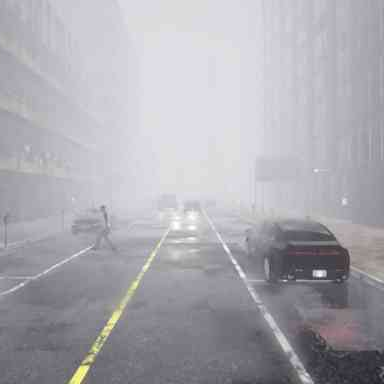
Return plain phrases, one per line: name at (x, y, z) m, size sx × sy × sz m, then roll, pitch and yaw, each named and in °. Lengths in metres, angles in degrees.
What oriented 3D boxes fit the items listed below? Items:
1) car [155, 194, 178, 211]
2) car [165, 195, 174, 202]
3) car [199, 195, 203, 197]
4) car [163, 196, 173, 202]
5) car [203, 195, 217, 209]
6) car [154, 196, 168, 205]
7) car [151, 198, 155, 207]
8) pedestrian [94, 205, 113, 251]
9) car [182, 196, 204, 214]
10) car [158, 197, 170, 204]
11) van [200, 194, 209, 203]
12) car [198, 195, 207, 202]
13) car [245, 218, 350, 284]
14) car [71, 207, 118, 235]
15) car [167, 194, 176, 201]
car at (-2.877, 1.233, 40.830) m, size 2.150 × 2.045 × 5.566 m, roll 0°, pitch 0°, yaw 0°
car at (-5.356, 1.552, 80.534) m, size 1.752 × 1.417 × 4.829 m, roll 1°, pitch 0°, yaw 0°
car at (0.007, 1.504, 45.322) m, size 2.128 × 1.511 × 4.902 m, roll 0°, pitch 0°, yaw 0°
car at (-5.353, 1.606, 75.058) m, size 1.802 × 1.307 × 4.206 m, roll 1°, pitch 0°, yaw 0°
car at (2.545, 1.564, 46.644) m, size 2.008 × 1.369 × 4.403 m, roll 1°, pitch 0°, yaw 0°
car at (-5.341, 1.457, 58.118) m, size 1.967 × 1.590 × 4.097 m, roll 1°, pitch 0°, yaw 0°
car at (-5.339, 1.581, 52.472) m, size 1.947 × 1.339 × 4.313 m, roll 1°, pitch 0°, yaw 0°
pedestrian at (-3.330, 1.297, 12.530) m, size 0.375 × 1.860 × 0.375 m, roll 1°, pitch -1°, yaw 0°
car at (0.058, 1.514, 35.155) m, size 1.837 × 1.490 × 4.892 m, roll 0°, pitch 0°, yaw 0°
car at (-5.346, 1.601, 63.765) m, size 1.802 × 1.307 × 4.206 m, roll 1°, pitch 0°, yaw 0°
van at (2.534, 1.362, 69.253) m, size 1.690 × 1.788 × 3.998 m, roll 1°, pitch 0°, yaw 0°
car at (2.524, 1.571, 80.558) m, size 1.887 × 1.381 × 4.507 m, roll 1°, pitch 0°, yaw 0°
car at (2.743, 1.508, 9.577) m, size 1.837 × 1.490 × 4.892 m, roll 0°, pitch 0°, yaw 0°
car at (-5.317, 1.556, 18.593) m, size 2.008 × 1.369 × 4.403 m, roll 1°, pitch 0°, yaw 0°
car at (-5.359, 1.470, 86.351) m, size 1.967 × 1.590 × 4.097 m, roll 1°, pitch 0°, yaw 0°
